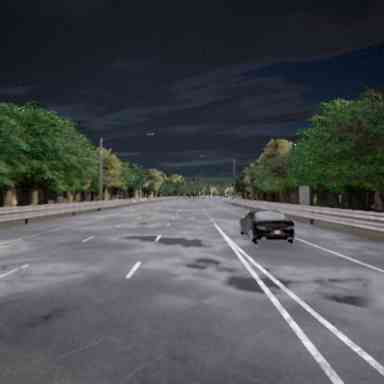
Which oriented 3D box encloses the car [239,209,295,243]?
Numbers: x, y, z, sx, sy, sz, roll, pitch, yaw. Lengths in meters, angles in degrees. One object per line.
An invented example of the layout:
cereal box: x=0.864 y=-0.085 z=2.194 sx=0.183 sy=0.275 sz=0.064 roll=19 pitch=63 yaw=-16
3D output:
car: x=3.654 y=1.620 z=16.953 sx=1.882 sy=1.535 sz=5.008 roll=0 pitch=-1 yaw=-2
